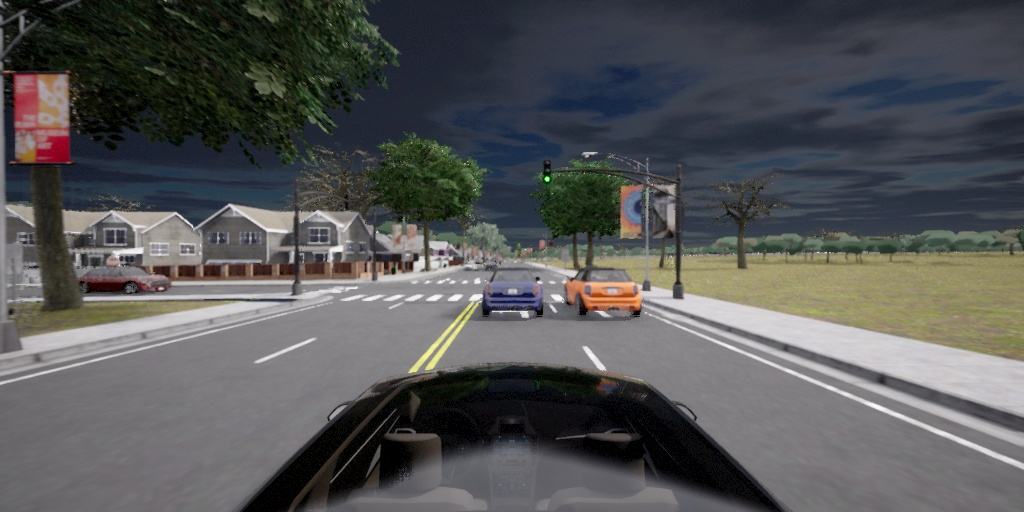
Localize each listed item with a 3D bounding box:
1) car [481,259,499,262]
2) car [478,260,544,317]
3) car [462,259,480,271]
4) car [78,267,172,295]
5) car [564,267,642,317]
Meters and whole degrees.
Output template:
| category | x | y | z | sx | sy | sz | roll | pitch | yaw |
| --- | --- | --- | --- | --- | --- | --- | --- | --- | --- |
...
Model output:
| category | x | y | z | sx | sy | sz | roll | pitch | yaw |
| --- | --- | --- | --- | --- | --- | --- | --- | --- | --- |
| car | -3.298 | 1.659 | 56.347 | 2.033 | 1.411 | 5.357 | 0 | 0 | 1 |
| car | 0.037 | 1.182 | 13.808 | 2.097 | 1.767 | 4.553 | 0 | 0 | 0 |
| car | -6.550 | 1.637 | 56.347 | 1.812 | 1.442 | 4.674 | 0 | 0 | 0 |
| car | -24.421 | 1.503 | 22.704 | 4.553 | 1.767 | 2.097 | -1 | 1 | 1 |
| car | 3.288 | 1.182 | 13.807 | 2.097 | 1.767 | 4.553 | 0 | 0 | 0 |
